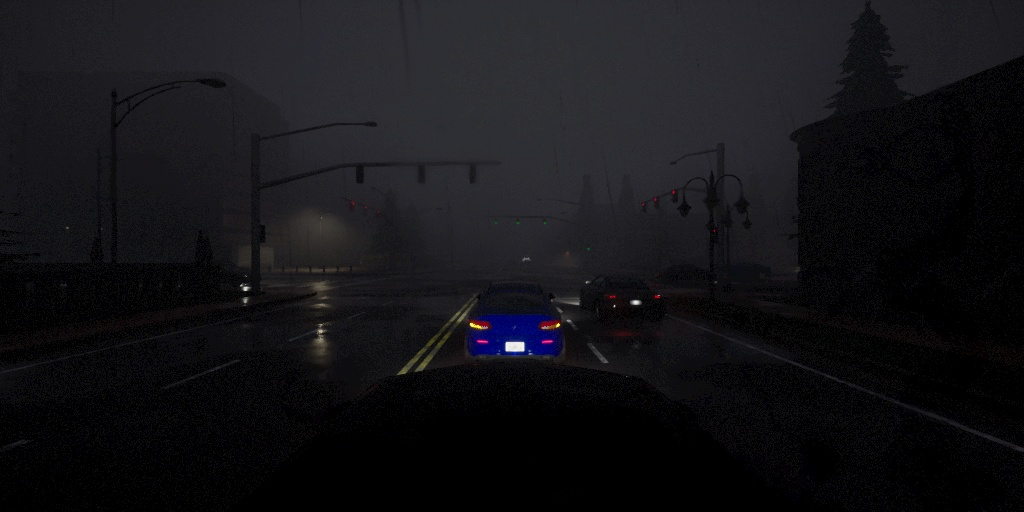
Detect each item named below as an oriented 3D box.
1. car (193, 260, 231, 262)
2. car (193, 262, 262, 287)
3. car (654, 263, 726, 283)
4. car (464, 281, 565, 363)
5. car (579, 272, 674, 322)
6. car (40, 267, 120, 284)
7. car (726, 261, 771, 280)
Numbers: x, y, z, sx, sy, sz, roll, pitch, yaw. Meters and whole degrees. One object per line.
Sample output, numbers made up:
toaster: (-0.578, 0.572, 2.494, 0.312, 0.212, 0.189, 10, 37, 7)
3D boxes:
car: (-22.199, 1.102, 27.383, 4.553, 1.767, 2.097, 0, 0, 0)
car: (-19.315, 1.276, 23.904, 4.674, 1.442, 1.812, 0, 0, 0)
car: (13.061, 1.276, 26.951, 4.674, 1.442, 1.812, 0, 0, 0)
car: (0.064, 1.276, 7.999, 1.812, 1.442, 4.674, 0, 0, 0)
car: (3.581, 1.314, 12.352, 1.994, 1.385, 4.181, 0, 0, 0)
car: (-28.422, 1.351, 23.892, 4.718, 1.301, 1.895, 0, 0, 0)
car: (19.374, 1.228, 30.754, 5.008, 1.535, 1.882, 0, 0, -1)
